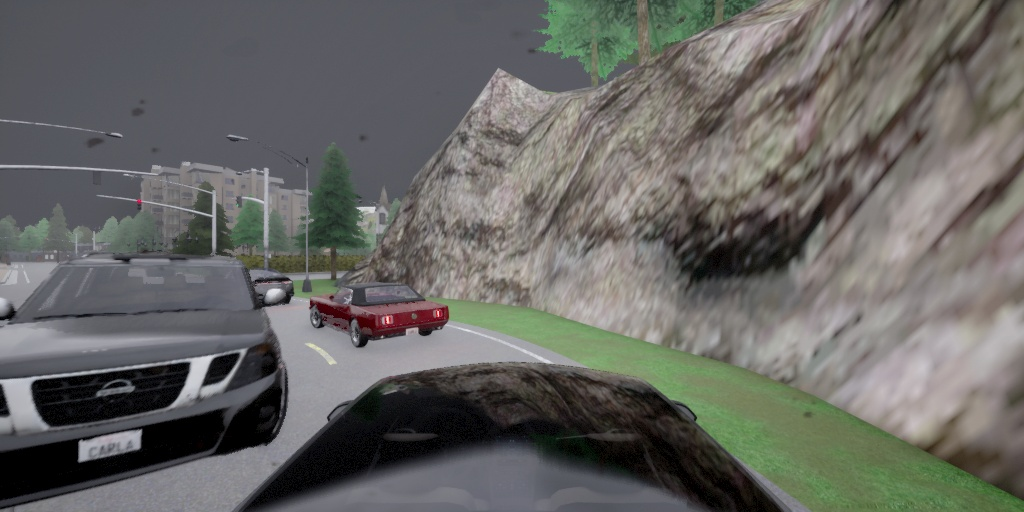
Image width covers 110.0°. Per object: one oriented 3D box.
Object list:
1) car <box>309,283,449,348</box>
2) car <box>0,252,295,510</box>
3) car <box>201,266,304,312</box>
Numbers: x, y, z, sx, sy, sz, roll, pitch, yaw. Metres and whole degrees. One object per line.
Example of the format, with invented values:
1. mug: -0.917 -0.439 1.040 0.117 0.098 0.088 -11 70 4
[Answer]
1. car: -3.713 1.351 9.393 1.895 1.301 4.718 0 0 -44
2. car: -4.495 0.972 4.670 2.150 2.045 5.566 1 -1 -38
3. car: -11.016 1.242 15.103 4.902 1.511 2.128 0 0 36
